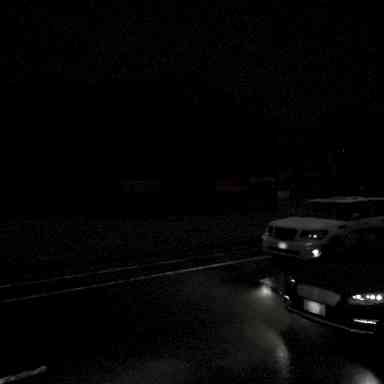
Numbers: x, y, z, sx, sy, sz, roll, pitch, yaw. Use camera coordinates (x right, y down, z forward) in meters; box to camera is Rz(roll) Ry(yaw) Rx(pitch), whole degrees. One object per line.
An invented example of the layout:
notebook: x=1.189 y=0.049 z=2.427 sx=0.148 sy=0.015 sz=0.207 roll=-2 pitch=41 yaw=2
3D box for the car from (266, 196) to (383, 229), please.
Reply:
car: x=4.842 y=1.179 z=11.142 sx=5.566 sy=2.045 sz=2.150 roll=0 pitch=0 yaw=-36

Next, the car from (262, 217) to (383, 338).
car: x=3.833 y=1.462 z=6.426 sx=4.902 sy=1.511 sz=2.128 roll=0 pitch=0 yaw=-36
